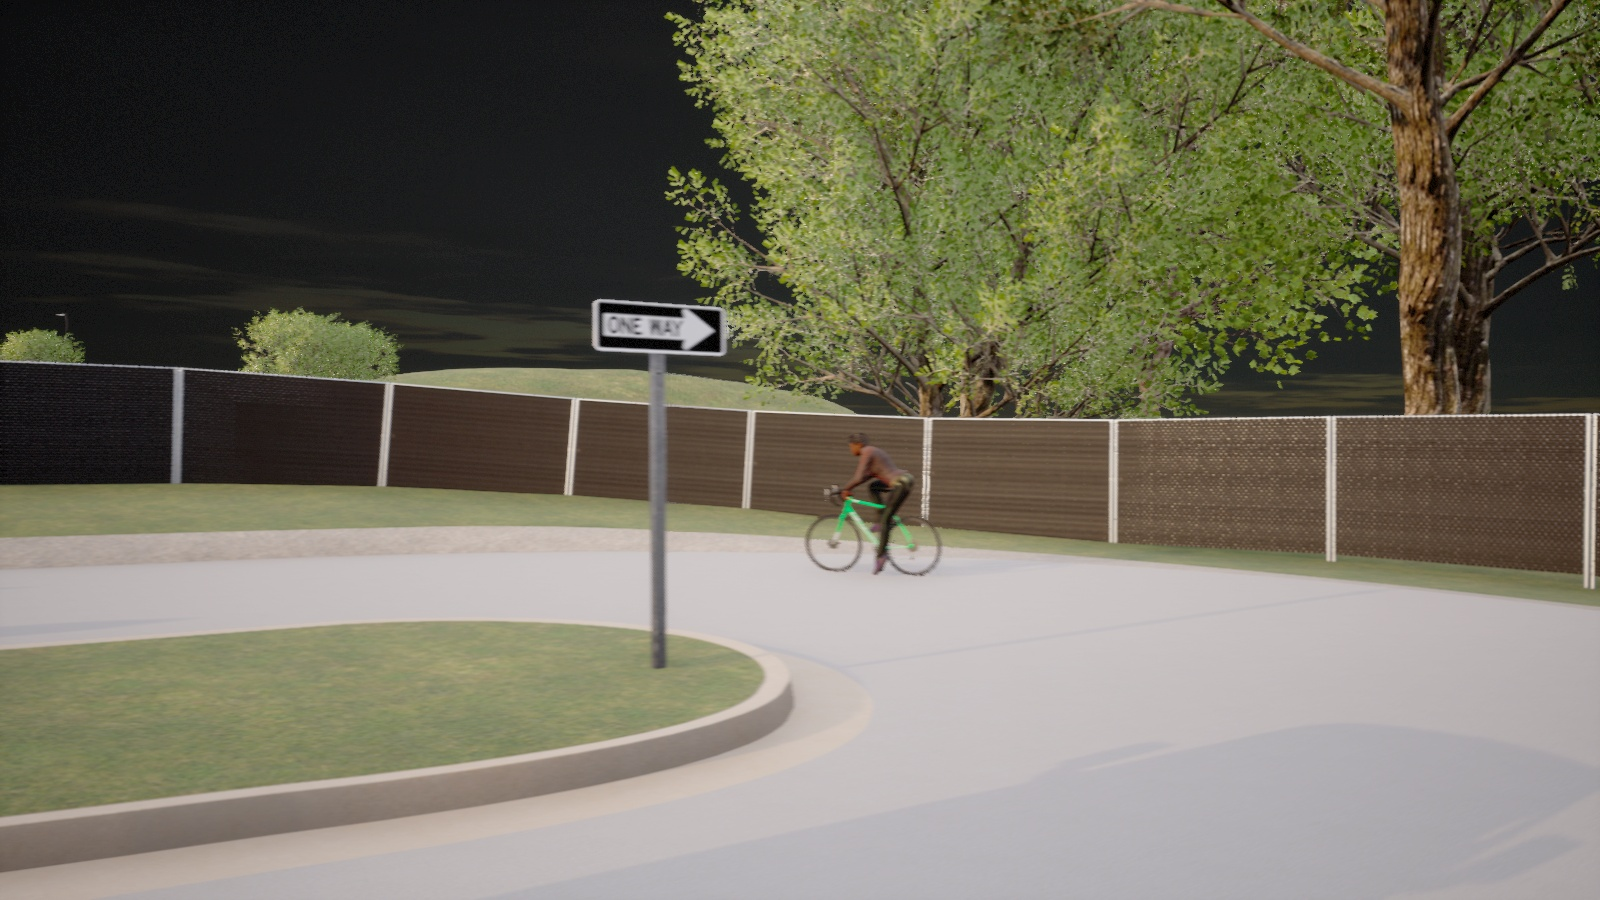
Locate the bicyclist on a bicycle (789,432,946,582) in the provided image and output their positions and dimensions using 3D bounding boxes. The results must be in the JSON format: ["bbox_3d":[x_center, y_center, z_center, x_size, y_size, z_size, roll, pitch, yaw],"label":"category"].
[{"bbox_3d":[0.767,0.621,14.296,1.656,1.620,0.582,0,2,24],"label":"bicyclist on a bicycle"}]
